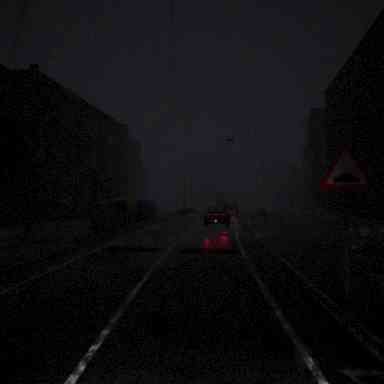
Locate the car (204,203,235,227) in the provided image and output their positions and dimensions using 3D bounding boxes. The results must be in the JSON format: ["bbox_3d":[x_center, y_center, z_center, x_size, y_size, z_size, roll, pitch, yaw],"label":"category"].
[{"bbox_3d":[1.970,1.819,25.380,2.128,1.511,4.902,0,-1,7],"label":"car"}]

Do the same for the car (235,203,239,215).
[{"bbox_3d":[4.985,2.096,42.727,2.128,1.511,4.902,0,-1,11],"label":"car"}]
